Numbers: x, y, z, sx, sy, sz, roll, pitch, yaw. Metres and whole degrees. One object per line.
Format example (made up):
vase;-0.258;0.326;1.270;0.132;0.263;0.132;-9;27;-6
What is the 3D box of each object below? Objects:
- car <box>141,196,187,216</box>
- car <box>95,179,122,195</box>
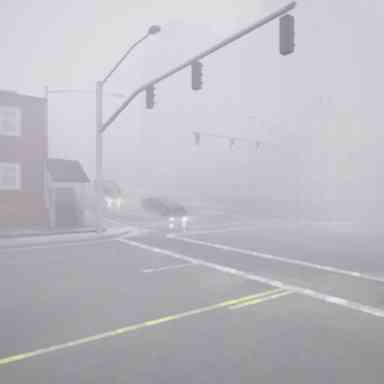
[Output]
car;-2.568;1.089;28.961;2.033;1.411;5.357;0;5;-36
car;-9.901;-0.696;39.154;2.128;1.511;4.902;0;11;-35
